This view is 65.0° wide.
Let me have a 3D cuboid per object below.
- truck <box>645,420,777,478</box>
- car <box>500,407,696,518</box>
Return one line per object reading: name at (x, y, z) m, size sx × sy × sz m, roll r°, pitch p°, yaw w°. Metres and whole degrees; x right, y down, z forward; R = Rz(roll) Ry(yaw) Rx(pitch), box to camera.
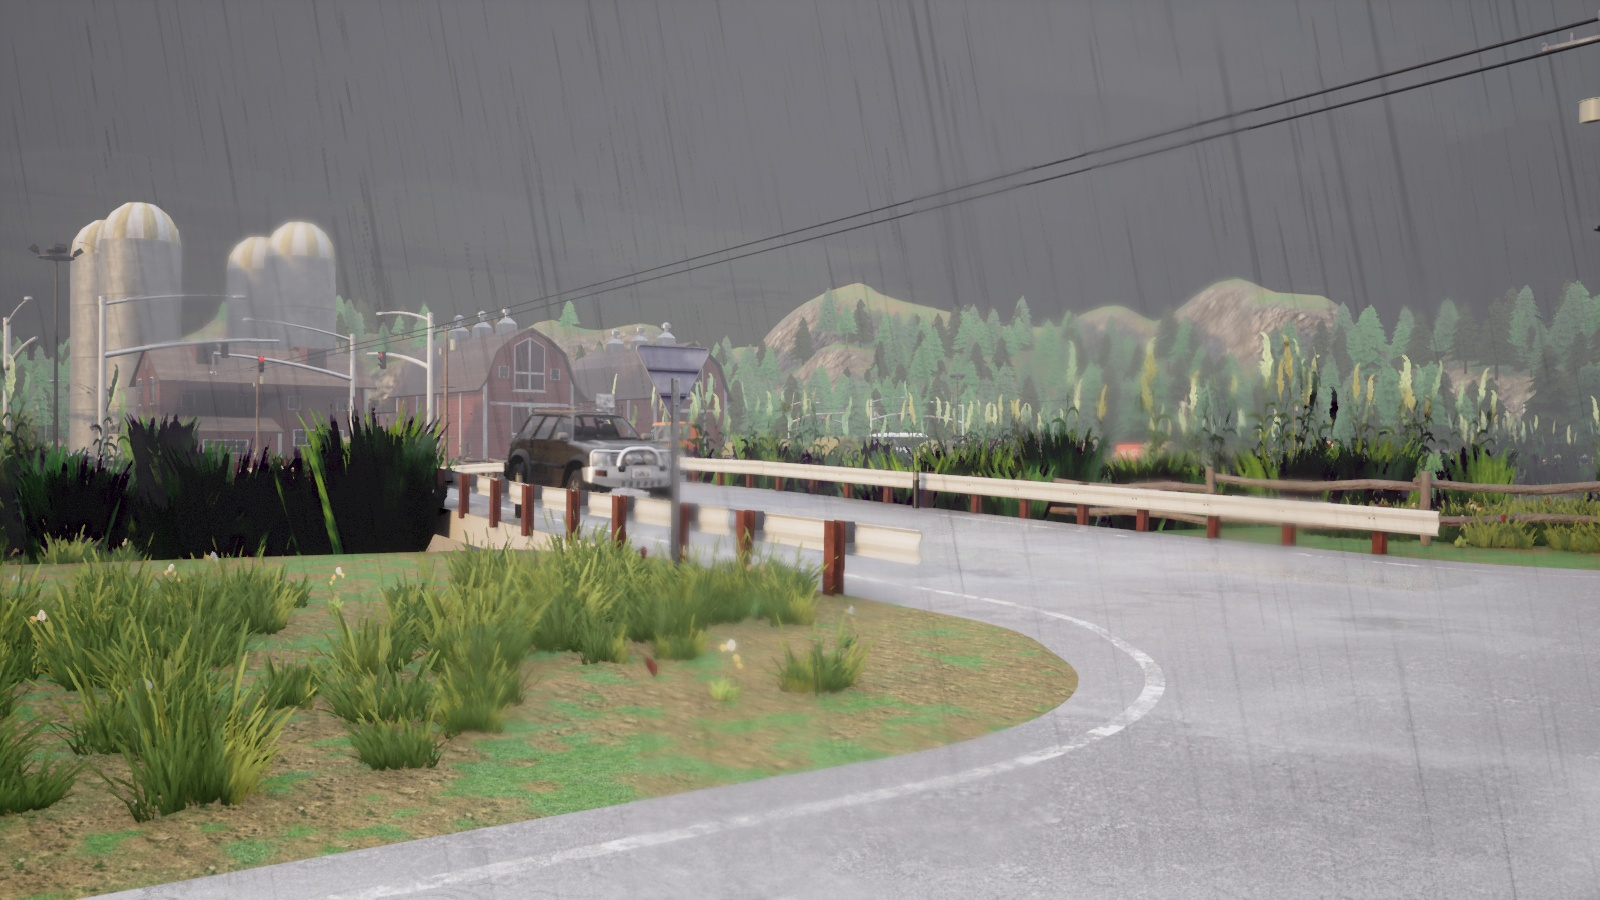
truck at (-5.489, -0.069, 78.229) m, size 7.936 × 3.462 × 2.891 m, roll 0°, pitch 0°, yaw -38°
car at (-3.919, 0.143, 23.648) m, size 1.932 × 1.855 × 4.605 m, roll 0°, pitch 2°, yaw -33°
